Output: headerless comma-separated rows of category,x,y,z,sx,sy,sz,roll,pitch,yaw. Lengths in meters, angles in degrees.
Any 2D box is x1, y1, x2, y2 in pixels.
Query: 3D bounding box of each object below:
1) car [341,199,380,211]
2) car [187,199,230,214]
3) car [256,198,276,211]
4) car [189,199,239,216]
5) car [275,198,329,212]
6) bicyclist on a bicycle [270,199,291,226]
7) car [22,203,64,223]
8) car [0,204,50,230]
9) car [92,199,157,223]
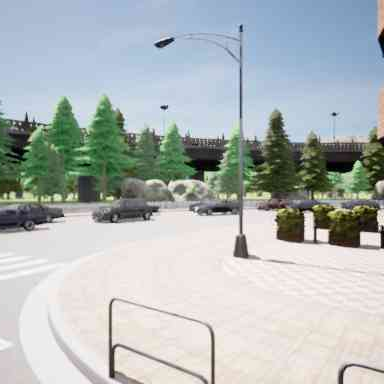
car,20.397,1.509,40.329,4.181,1.385,1.994,0,0,2
car,1.824,1.512,35.603,4.181,1.385,1.994,0,0,-29
car,9.777,1.473,38.936,4.674,1.442,1.812,0,0,-15
car,2.495,1.439,32.076,4.902,1.511,2.128,0,0,-31
car,12.270,1.493,36.235,5.357,1.411,2.033,0,0,-12
bicyclist on a bicycle,5.359,1.246,19.729,0.582,1.620,1.656,0,0,-44
car,-11.586,1.496,22.853,2.033,1.411,5.357,0,0,37
car,-10.709,1.549,18.320,1.895,1.301,4.718,0,0,36
car,-5.252,1.300,25.183,2.097,1.767,4.553,0,0,41
